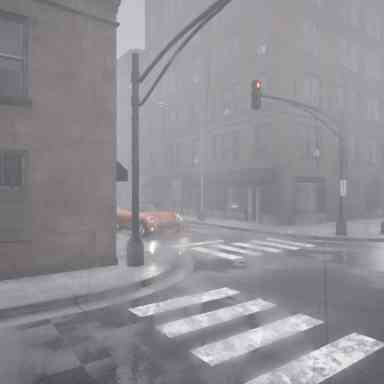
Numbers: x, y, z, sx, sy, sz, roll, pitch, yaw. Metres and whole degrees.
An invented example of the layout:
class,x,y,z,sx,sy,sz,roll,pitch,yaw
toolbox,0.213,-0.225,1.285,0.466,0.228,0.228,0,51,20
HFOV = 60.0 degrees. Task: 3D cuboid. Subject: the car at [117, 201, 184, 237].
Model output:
class,x,y,z,sx,sy,sz,roll,pitch,yaw
car,-2.351,1.263,17.527,2.097,1.767,4.553,0,0,-35
